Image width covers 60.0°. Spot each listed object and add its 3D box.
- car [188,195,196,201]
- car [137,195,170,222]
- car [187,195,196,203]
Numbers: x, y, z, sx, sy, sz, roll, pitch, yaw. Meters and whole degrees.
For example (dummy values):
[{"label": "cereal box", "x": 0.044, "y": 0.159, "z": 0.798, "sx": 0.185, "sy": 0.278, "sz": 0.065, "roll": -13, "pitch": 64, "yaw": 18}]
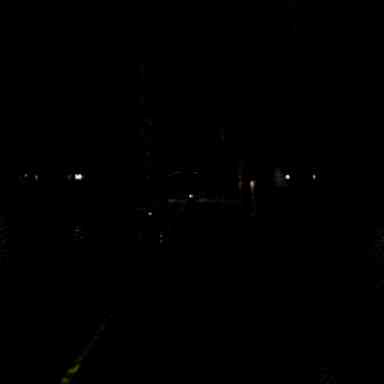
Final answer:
[{"label": "car", "x": -0.037, "y": 1.489, "z": 84.337, "sx": 2.128, "sy": 1.511, "sz": 4.902, "roll": 0, "pitch": 0, "yaw": 0}, {"label": "car", "x": -3.023, "y": 1.242, "z": 26.872, "sx": 2.150, "sy": 2.045, "sz": 5.566, "roll": 0, "pitch": 0, "yaw": 0}, {"label": "car", "x": -0.033, "y": 1.665, "z": 74.331, "sx": 1.994, "sy": 1.385, "sz": 4.181, "roll": 0, "pitch": 0, "yaw": 0}]
